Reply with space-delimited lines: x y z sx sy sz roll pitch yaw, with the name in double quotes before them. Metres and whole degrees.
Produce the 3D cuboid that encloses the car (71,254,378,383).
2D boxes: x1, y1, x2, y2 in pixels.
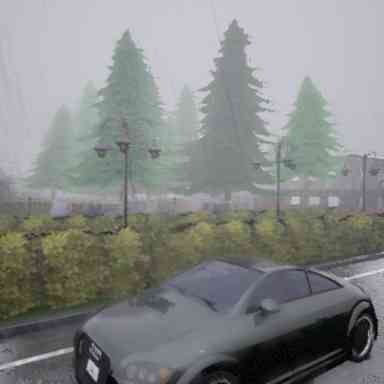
"car" 0.640 1.604 4.454 4.181 1.385 1.994 1 -1 -36
